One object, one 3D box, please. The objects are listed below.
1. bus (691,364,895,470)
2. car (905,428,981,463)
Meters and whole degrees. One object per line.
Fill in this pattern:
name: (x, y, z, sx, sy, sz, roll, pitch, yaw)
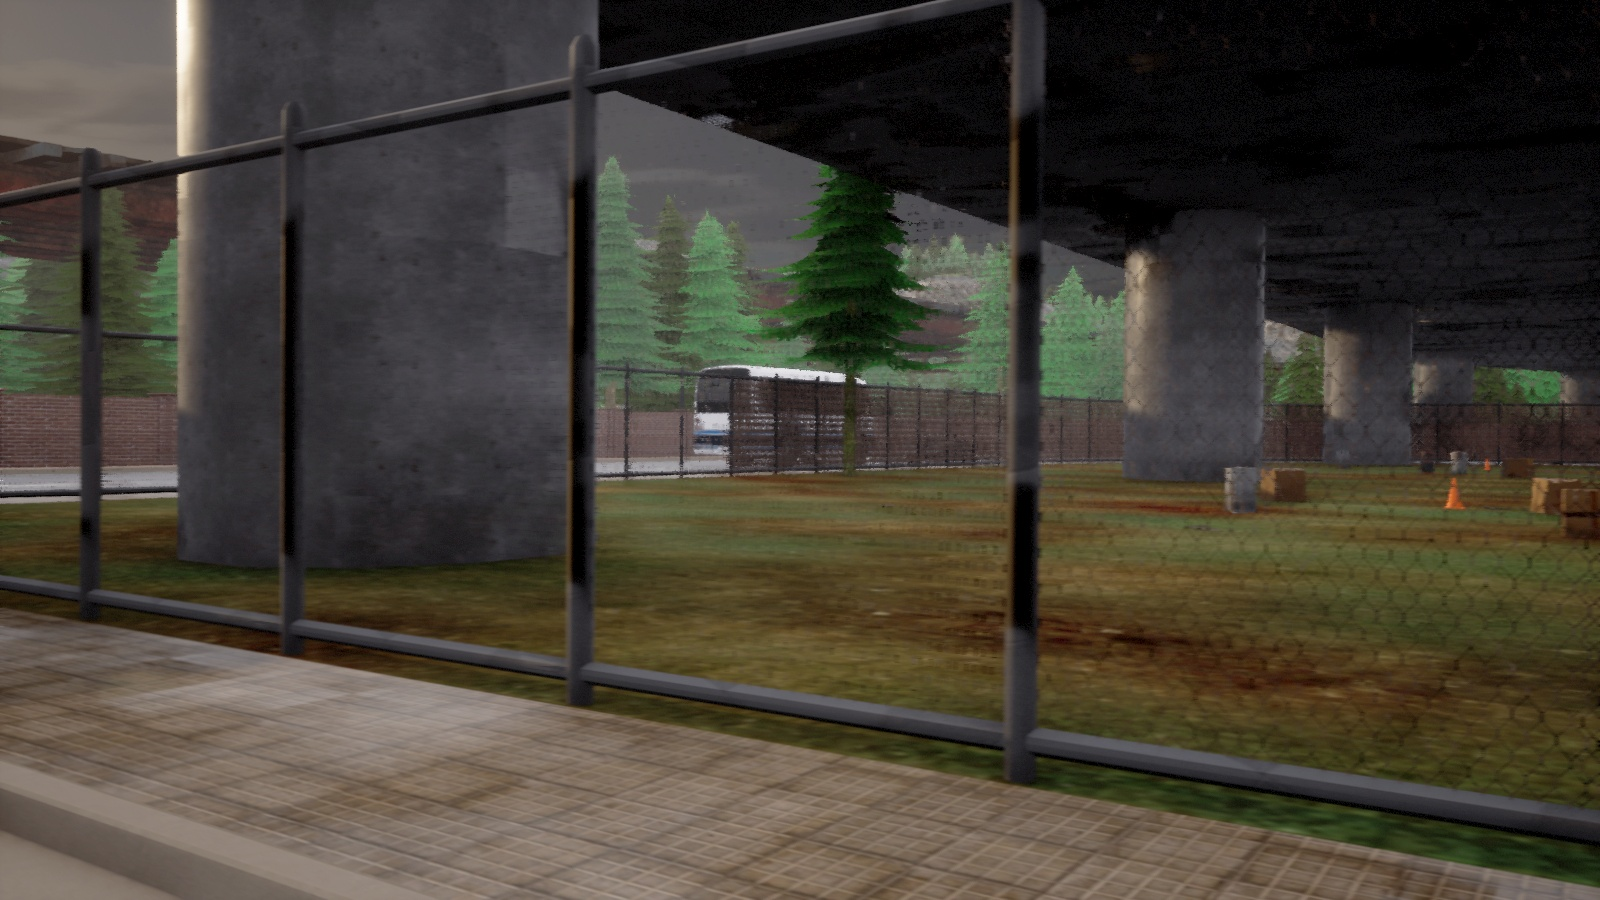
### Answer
bus: (-0.048, -1.409, 56.034, 3.944, 4.253, 10.273, 0, 1, 34)
car: (6.841, -0.248, 59.773, 1.851, 1.617, 3.988, 0, 1, 36)
